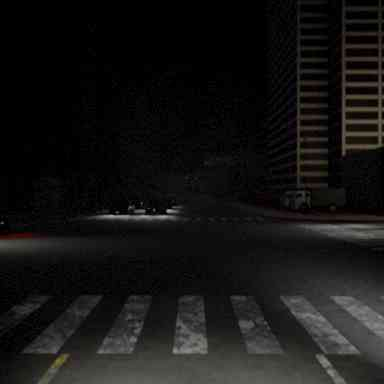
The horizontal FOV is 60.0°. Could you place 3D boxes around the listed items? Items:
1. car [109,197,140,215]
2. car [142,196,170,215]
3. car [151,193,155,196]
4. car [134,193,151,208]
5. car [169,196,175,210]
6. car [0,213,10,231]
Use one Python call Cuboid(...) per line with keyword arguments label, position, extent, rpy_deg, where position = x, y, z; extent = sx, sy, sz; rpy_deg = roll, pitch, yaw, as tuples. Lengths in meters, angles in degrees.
Cuboid(label="car", position=(-7.093, 1.529, 34.290), extent=(2.033, 1.411, 5.357), rpy_deg=(0, 0, 0))
Cuboid(label="car", position=(-3.590, 1.487, 33.977), extent=(1.837, 1.490, 4.892), rpy_deg=(0, 0, 0))
Cuboid(label="car", position=(-7.054, 1.193, 54.270), extent=(2.150, 2.045, 5.566), rpy_deg=(0, 0, 0))
Cuboid(label="car", position=(-7.091, 1.329, 43.723), extent=(2.097, 1.767, 4.553), rpy_deg=(0, 0, 0))
Cuboid(label="car", position=(-3.592, 1.541, 42.892), extent=(1.994, 1.385, 4.181), rpy_deg=(0, 0, 0))
Cuboid(label="car", position=(-12.205, 1.431, 17.445), extent=(5.008, 1.535, 1.882), rpy_deg=(0, -1, 8))
